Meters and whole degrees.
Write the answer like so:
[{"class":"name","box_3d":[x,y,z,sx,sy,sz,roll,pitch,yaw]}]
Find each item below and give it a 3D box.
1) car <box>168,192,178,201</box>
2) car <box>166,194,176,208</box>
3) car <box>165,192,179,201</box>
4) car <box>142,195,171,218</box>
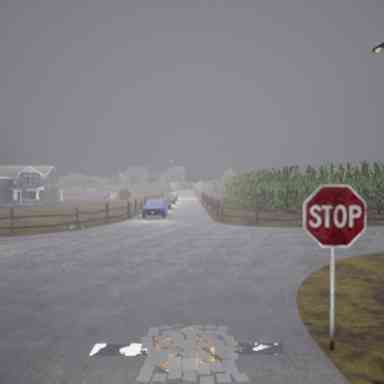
[{"class":"car","box_3d":[-3.375,1.089,48.237,1.994,1.385,4.181,0,1,0]},{"class":"car","box_3d":[-3.278,1.271,38.913,2.033,1.411,5.357,0,1,-1]},{"class":"car","box_3d":[-3.486,0.749,58.965,2.128,1.511,4.902,0,1,0]},{"class":"car","box_3d":[-3.172,1.341,29.095,1.882,1.535,5.008,0,1,-1]}]
